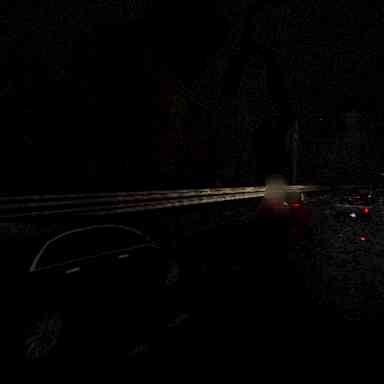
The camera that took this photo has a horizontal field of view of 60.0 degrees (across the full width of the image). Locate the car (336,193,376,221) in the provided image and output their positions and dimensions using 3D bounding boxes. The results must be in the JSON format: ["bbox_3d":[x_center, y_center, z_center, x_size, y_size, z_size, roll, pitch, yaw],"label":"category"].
[{"bbox_3d":[10.143,0.964,20.678,1.895,1.301,4.718,4,3,28],"label":"car"}]

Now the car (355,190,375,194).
[{"bbox_3d":[19.128,0.468,36.836,1.812,1.442,4.674,4,3,30],"label":"car"}]

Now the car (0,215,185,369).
[{"bbox_3d":[-1.832,1.130,5.363,1.837,1.490,4.892,4,3,27],"label":"car"}]

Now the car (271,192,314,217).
[{"bbox_3d":[6.625,0.718,21.518,2.033,1.411,5.357,4,3,28],"label":"car"}]
